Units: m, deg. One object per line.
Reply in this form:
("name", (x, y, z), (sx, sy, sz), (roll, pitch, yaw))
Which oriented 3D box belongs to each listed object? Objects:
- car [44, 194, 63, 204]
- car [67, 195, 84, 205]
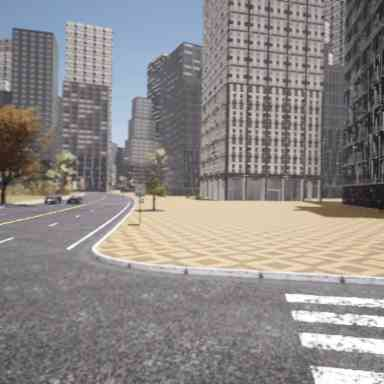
("car", (-21.340, 1.075, 51.351), (2.128, 1.511, 4.902), (1, 0, -9))
("car", (-18.134, 1.205, 51.875), (1.994, 1.385, 4.181), (1, 0, -9))
